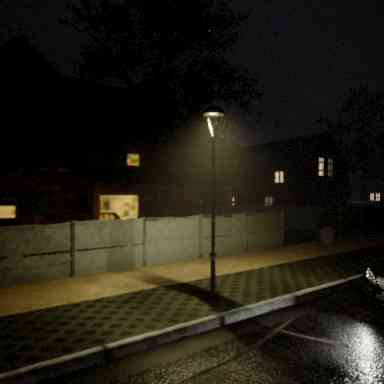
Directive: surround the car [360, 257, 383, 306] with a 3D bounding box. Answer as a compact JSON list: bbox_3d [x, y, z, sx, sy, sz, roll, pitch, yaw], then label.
[{"bbox_3d":[5.393,1.531,6.900,4.674,1.442,1.812,0,0,-36],"label":"car"}]
